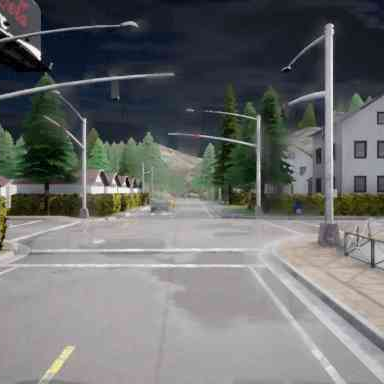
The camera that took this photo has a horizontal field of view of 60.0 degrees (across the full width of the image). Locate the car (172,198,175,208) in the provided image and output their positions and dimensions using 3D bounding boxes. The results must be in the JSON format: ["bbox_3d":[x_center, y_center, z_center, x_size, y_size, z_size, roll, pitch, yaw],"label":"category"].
[{"bbox_3d":[-3.597,1.478,49.659,1.882,1.535,5.008,0,0,0],"label":"car"}]

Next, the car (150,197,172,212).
[{"bbox_3d":[-3.595,1.526,38.168,1.812,1.442,4.674,0,0,0],"label":"car"}]
